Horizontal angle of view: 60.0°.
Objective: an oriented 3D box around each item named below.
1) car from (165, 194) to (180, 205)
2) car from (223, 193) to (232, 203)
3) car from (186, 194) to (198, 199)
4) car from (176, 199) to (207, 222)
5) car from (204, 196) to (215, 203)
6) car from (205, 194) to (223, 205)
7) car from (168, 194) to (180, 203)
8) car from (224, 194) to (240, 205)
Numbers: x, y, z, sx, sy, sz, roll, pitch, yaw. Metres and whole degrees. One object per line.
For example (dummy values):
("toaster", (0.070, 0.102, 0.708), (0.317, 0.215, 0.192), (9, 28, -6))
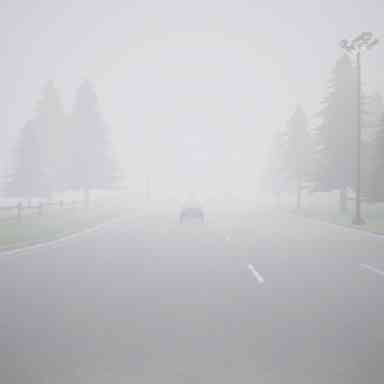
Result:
("car", (-3.516, 1.457, 56.011), (2.033, 1.411, 5.357), (0, 0, 0))
("car", (6.982, 1.135, 66.463), (2.150, 2.045, 5.566), (0, 0, 0))
("car", (-0.016, 1.473, 56.428), (1.994, 1.385, 4.181), (0, 0, 0))
("car", (-0.007, 1.484, 25.398), (1.812, 1.442, 4.674), (0, 0, 0))
("car", (3.482, 1.508, 66.462), (1.895, 1.301, 4.718), (0, 0, 0))
("car", (3.484, 1.401, 56.012), (2.128, 1.511, 4.902), (0, 0, 0))
("car", (-3.518, 1.258, 66.400), (2.097, 1.767, 4.553), (0, 0, 0))
("car", (6.984, 1.434, 56.430), (1.812, 1.442, 4.674), (0, 0, 0))
